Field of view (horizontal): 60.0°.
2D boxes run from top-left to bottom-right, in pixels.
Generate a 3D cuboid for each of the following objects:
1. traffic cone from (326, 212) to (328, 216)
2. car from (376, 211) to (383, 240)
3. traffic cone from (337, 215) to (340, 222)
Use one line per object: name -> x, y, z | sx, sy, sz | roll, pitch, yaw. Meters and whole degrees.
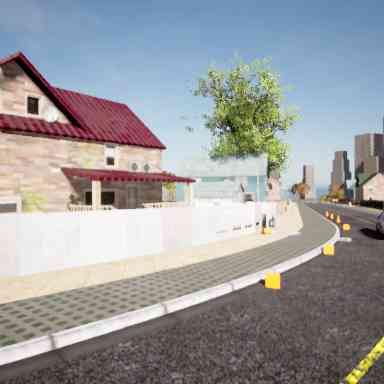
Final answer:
traffic cone -> 15.191, 2.403, 37.382 | 0.340, 0.580, 0.340 | 0, -1, 17
car -> 10.857, 1.663, 17.524 | 2.033, 1.411, 5.357 | 0, -1, 24
traffic cone -> 12.240, 2.238, 27.825 | 0.340, 0.580, 0.340 | 0, -1, 17
